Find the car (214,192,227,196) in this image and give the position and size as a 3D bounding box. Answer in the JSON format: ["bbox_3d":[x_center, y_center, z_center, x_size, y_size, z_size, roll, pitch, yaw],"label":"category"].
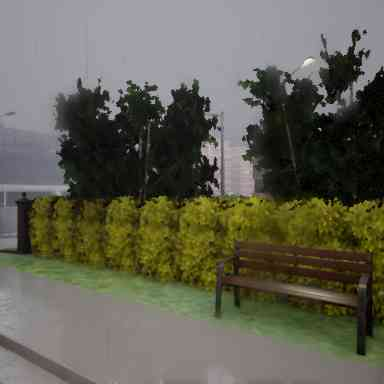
[{"bbox_3d":[5.589,0.757,66.669,1.812,1.442,4.674,0,1,36],"label":"car"}]
